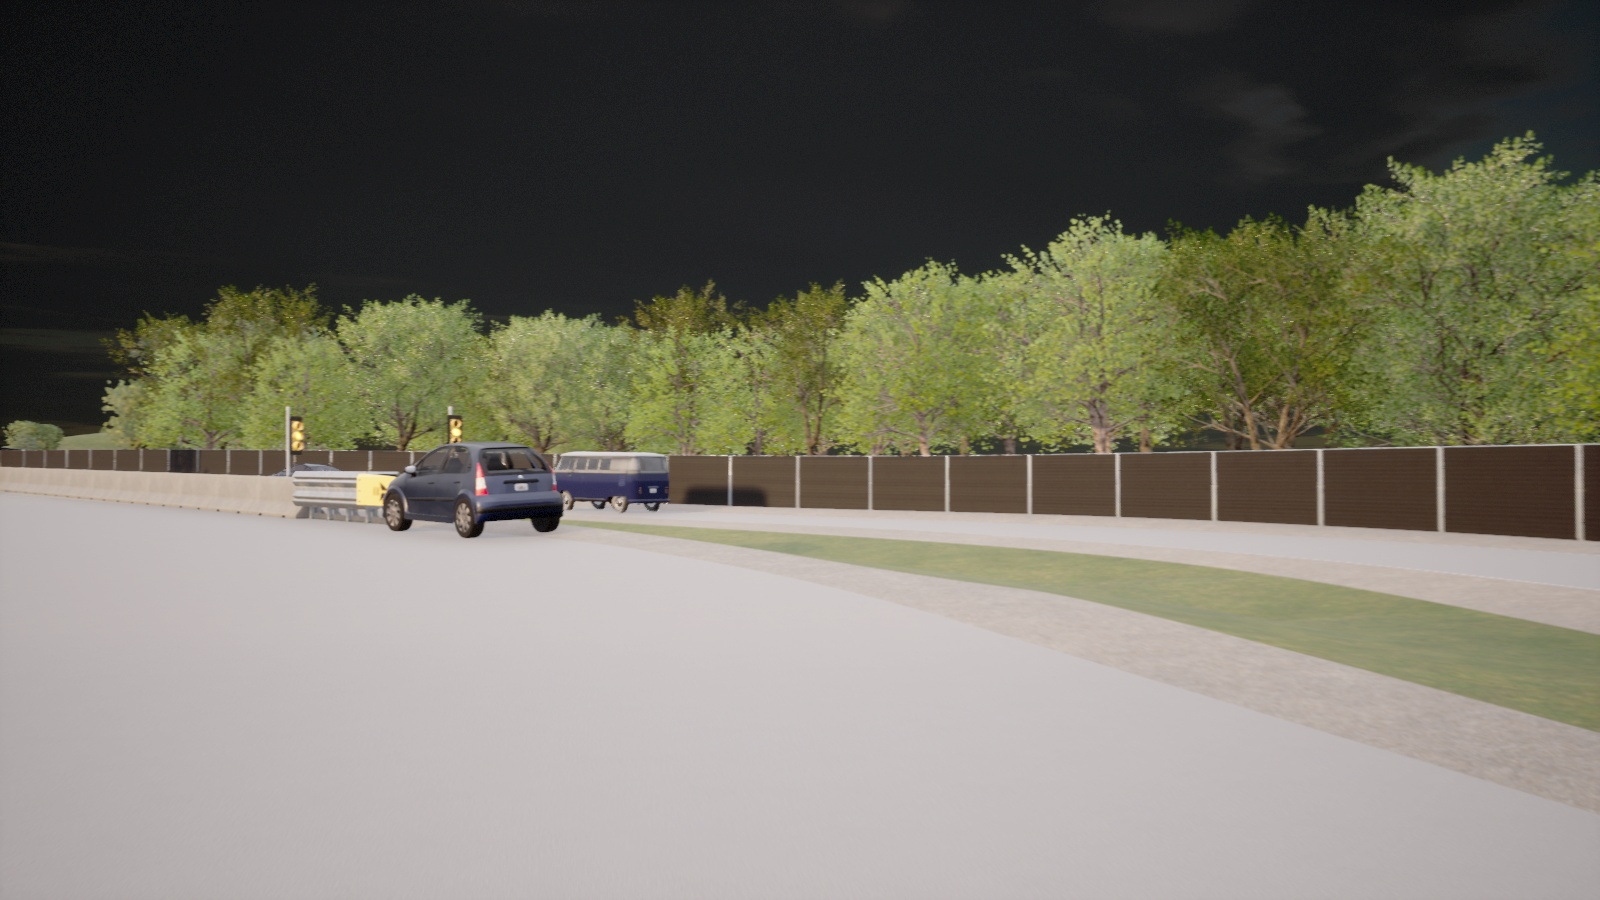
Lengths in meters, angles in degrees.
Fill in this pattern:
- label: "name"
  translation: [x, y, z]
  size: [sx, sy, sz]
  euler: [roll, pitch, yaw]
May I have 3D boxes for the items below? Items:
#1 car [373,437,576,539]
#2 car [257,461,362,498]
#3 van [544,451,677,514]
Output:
- label: "car"
  translation: [-5.900, 0.608, 22.505]
  size: [1.851, 1.617, 3.988]
  euler: [-2, 2, -42]
- label: "car"
  translation: [-20.144, 1.192, 51.582]
  size: [4.181, 1.385, 1.994]
  euler: [1, 0, 35]
- label: "van"
  translation: [-6.343, 1.039, 41.764]
  size: [4.442, 1.987, 1.775]
  euler: [0, -1, 38]
